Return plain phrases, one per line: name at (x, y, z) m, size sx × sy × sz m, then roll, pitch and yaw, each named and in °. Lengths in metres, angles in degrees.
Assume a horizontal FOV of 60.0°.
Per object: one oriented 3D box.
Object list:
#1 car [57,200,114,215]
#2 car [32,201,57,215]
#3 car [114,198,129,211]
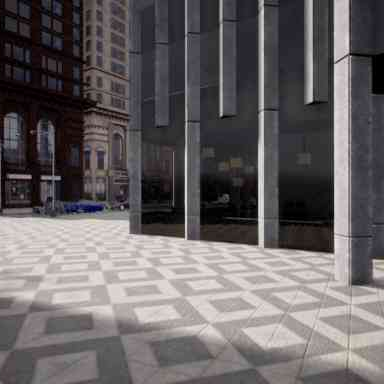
car at (-10.988, 1.544, 34.696) m, size 1.882 × 1.535 × 5.008 m, roll 0°, pitch 0°, yaw 36°
car at (-14.589, 1.631, 35.167) m, size 1.994 × 1.385 × 4.181 m, roll 0°, pitch 0°, yaw 36°
car at (-8.632, 1.601, 43.496) m, size 1.837 × 1.490 × 4.892 m, roll 0°, pitch 0°, yaw 36°
